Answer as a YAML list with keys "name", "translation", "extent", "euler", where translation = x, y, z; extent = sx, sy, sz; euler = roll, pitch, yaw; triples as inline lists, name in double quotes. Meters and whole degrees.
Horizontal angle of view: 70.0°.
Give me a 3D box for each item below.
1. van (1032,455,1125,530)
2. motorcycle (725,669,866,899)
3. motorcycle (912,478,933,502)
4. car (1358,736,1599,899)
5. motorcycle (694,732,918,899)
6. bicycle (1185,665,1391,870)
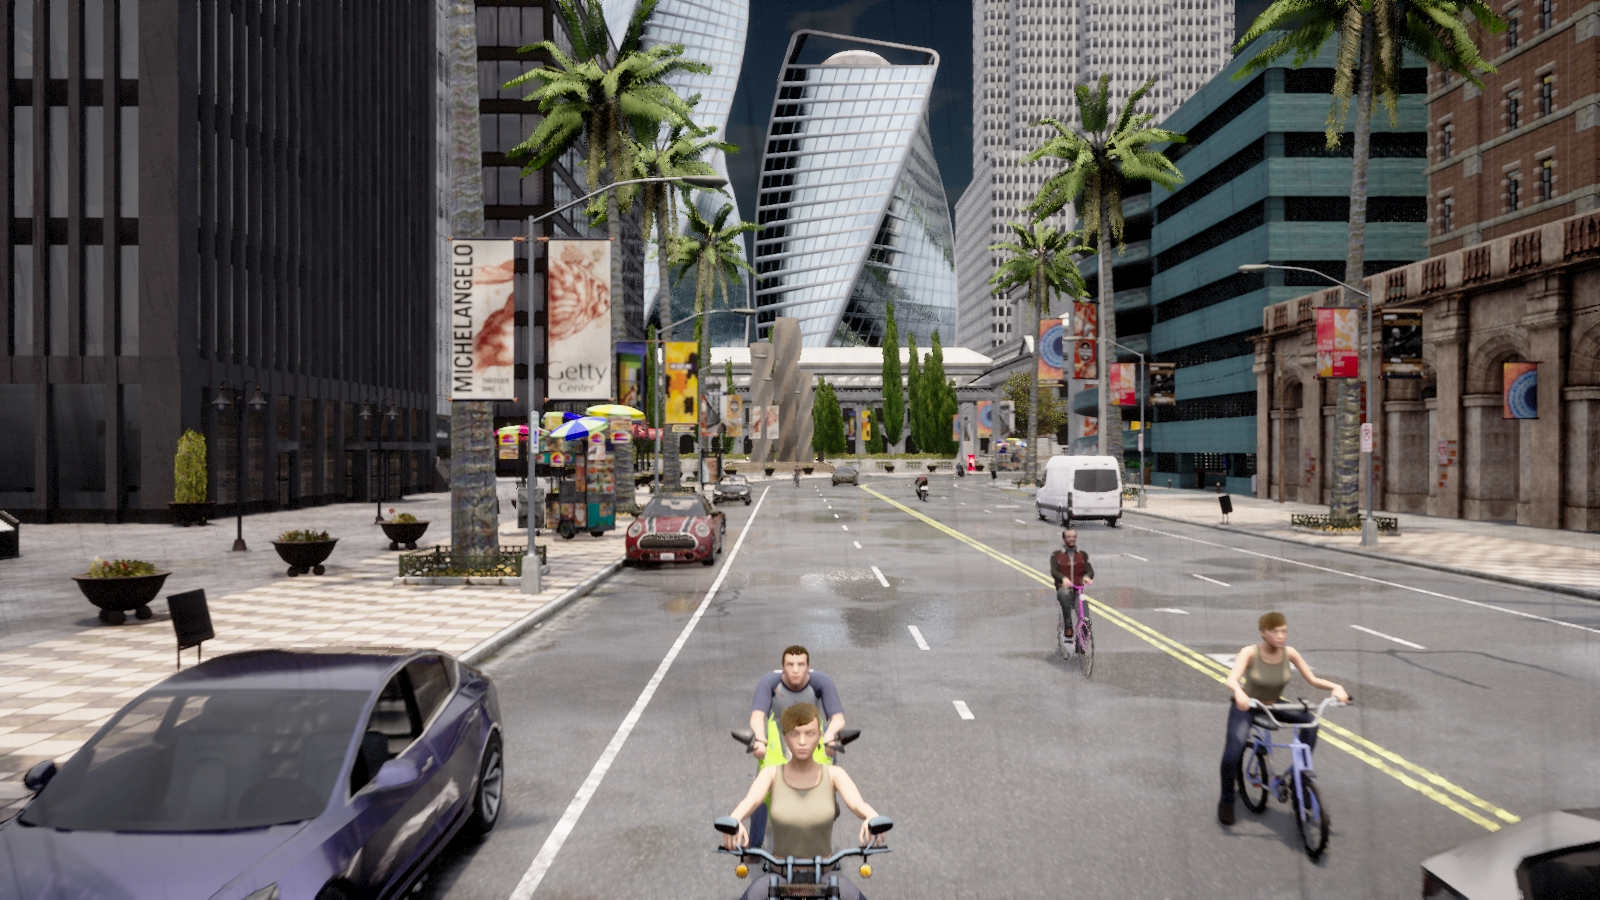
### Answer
- name: "van"
  translation: [10.336, 1.501, 42.862]
  extent: [1.988, 2.561, 5.915]
  euler: [0, 0, -1]
- name: "motorcycle"
  translation: [-0.028, 2.206, 7.514]
  extent: [0.803, 1.145, 2.033]
  euler: [0, 0, 0]
- name: "motorcycle"
  translation: [6.626, 2.157, 61.970]
  extent: [0.867, 1.251, 2.209]
  euler: [0, 0, -1]
- name: "car"
  translation: [3.500, 2.062, 3.206]
  extent: [1.816, 1.474, 4.193]
  euler: [0, 0, 0]
- name: "motorcycle"
  translation: [0.015, 2.165, 4.965]
  extent: [0.764, 1.277, 2.356]
  euler: [0, 0, 0]
- name: "bicycle"
  translation: [3.494, 2.248, 8.339]
  extent: [0.859, 1.080, 1.487]
  euler: [0, 0, -1]
